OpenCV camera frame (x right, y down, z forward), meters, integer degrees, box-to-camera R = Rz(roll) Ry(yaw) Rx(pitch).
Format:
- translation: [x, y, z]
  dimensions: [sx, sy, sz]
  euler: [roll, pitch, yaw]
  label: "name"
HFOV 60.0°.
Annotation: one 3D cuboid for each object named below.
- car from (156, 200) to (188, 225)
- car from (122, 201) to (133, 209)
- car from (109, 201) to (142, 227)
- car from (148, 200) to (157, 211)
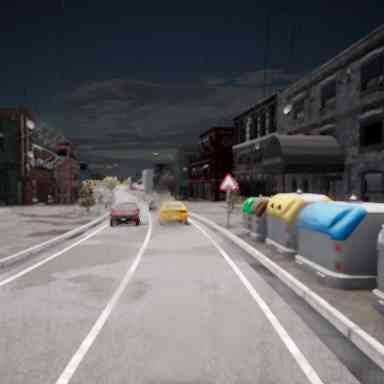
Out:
- translation: [-1.408, 1.450, 23.909]
  dimensions: [1.882, 1.535, 5.008]
  euler: [-1, 0, -7]
  label: "car"
- translation: [-12.358, 2.440, 63.299]
  dimensions: [1.895, 1.301, 4.718]
  euler: [0, -1, -12]
  label: "car"
- translation: [-4.502, 1.447, 22.906]
  dimensions: [1.882, 1.535, 5.008]
  euler: [0, -1, -7]
  label: "car"
- translation: [-4.457, 1.722, 42.245]
  dimensions: [1.994, 1.385, 4.181]
  euler: [0, -1, -12]
  label: "car"
